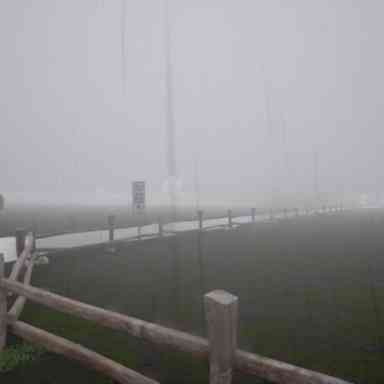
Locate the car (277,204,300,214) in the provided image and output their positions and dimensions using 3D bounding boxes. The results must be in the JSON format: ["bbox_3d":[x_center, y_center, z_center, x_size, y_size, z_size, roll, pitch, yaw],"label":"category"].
[{"bbox_3d":[14.423,2.463,49.540,2.033,1.411,5.357,-1,-1,35],"label":"car"}]
